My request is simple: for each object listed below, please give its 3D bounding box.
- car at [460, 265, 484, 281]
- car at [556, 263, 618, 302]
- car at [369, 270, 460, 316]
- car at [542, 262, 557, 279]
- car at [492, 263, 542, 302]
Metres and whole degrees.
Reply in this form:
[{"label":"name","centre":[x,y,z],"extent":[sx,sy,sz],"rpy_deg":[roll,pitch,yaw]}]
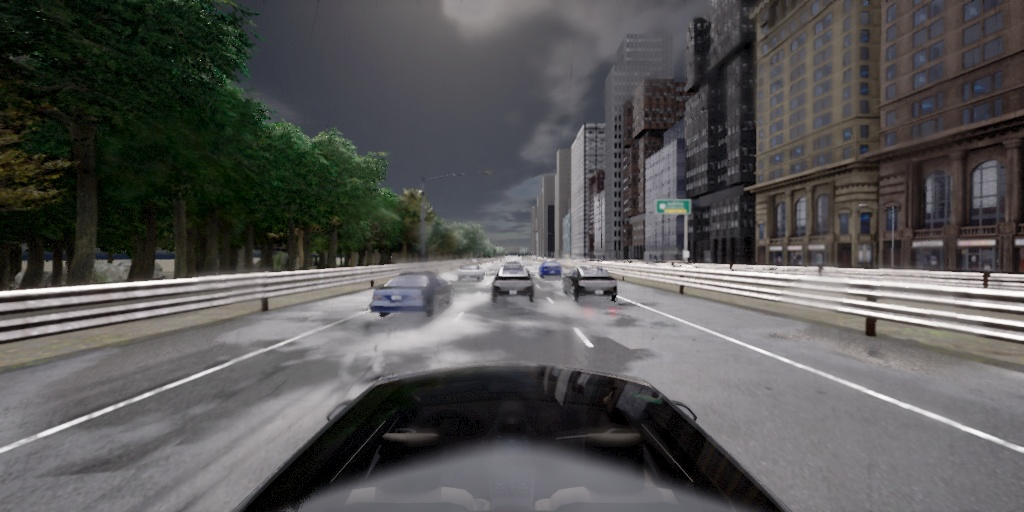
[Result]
[{"label":"car","centre":[-3.437,1.386,30.608],"extent":[1.895,1.301,4.718],"rpy_deg":[0,0,0]},{"label":"car","centre":[3.572,1.256,17.001],"extent":[2.128,1.511,4.902],"rpy_deg":[0,0,0]},{"label":"car","centre":[-3.455,1.307,13.315],"extent":[2.033,1.411,5.357],"rpy_deg":[0,0,0]},{"label":"car","centre":[3.579,1.267,33.667],"extent":[1.882,1.535,5.008],"rpy_deg":[0,0,0]},{"label":"car","centre":[0.072,1.256,16.963],"extent":[2.128,1.511,4.902],"rpy_deg":[0,0,0]}]
